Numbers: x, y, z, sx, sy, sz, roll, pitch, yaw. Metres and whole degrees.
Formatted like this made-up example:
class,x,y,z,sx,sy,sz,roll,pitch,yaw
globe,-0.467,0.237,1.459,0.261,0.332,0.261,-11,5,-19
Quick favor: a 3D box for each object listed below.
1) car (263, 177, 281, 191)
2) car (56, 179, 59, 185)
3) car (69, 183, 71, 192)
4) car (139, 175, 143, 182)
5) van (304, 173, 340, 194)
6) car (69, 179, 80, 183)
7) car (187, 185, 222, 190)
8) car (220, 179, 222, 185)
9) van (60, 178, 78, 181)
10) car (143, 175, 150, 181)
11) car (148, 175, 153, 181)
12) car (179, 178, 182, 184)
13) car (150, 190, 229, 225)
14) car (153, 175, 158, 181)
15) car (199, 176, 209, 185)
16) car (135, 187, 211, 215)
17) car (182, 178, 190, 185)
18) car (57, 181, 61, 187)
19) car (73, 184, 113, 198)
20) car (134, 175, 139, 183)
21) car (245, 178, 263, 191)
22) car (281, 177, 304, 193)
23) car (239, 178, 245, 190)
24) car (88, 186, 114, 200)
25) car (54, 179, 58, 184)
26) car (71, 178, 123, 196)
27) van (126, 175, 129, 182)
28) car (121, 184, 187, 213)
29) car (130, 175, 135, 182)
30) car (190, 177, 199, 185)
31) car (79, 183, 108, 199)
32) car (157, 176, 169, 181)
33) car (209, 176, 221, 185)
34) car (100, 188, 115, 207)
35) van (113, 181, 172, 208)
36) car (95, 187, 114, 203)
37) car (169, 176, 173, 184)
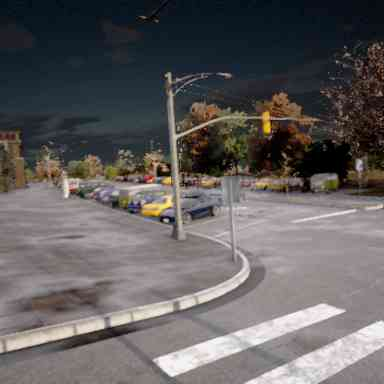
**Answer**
class,x,y,z,sx,sy,sz,roll,pitch,yaw
car,10.974,-0.947,39.740,1.946,1.575,5.366,1,5,41
car,-28.364,-1.709,78.026,5.008,1.535,2.097,-8,6,-44
car,-16.921,-0.479,53.442,2.097,1.535,5.008,1,7,44
car,-9.014,-3.115,79.309,5.566,2.045,2.435,-6,5,-44
van,13.675,-0.912,34.340,1.878,1.987,4.442,1,5,41
car,-19.536,-0.872,58.882,2.185,1.767,4.553,1,7,44
car,1.309,0.430,29.072,2.033,1.411,5.357,-5,5,-29
car,6.606,-1.251,47.398,2.002,1.452,4.674,1,5,42
van,-24.565,-1.528,69.877,4.442,1.987,1.878,-8,6,-44
car,-7.914,-2.713,76.473,5.366,1.575,1.946,-6,6,-44
car,-6.548,-2.587,73.910,4.892,1.521,2.231,-6,5,-44
car,-0.172,-1.890,60.529,2.163,1.488,4.792,2,6,44
car,-0.029,1.043,21.458,2.163,1.488,4.792,0,6,40
car,-5.318,-2.575,71.195,4.553,1.767,2.185,-6,5,-45
car,3.980,-1.557,52.773,1.946,1.575,5.366,1,5,43
car,-1.242,0.857,24.262,1.946,1.575,5.366,0,6,40
car,1.160,-1.793,57.904,2.097,1.535,5.008,1,5,44
car,-23.504,-1.136,66.941,5.366,1.575,1.946,-9,7,-44
car,-14.247,-0.217,48.035,2.097,1.535,5.008,0,6,43
car,-11.461,-3.112,84.742,4.792,1.488,2.163,-6,5,-44
car,9.305,-1.037,42.050,1.946,1.575,5.366,1,6,42
car,12.269,-0.935,36.986,2.185,1.767,4.553,1,5,41
car,8.007,-1.129,44.793,2.002,1.452,4.674,1,5,42
car,-8.674,0.325,37.325,2.002,1.452,4.674,0,6,42
car,-29.633,-2.095,80.719,5.566,2.045,2.435,-9,7,-44
car,-12.874,-0.343,45.349,2.435,2.045,5.566,0,6,43
van,-15.258,-3.770,92.741,4.442,1.987,1.878,-6,6,-44
car,-2.885,0.642,26.710,2.185,1.767,4.553,0,6,40
car,-12.841,-3.265,87.293,5.366,1.575,1.946,-6,6,-44
car,2.523,-1.793,55.278,2.185,1.767,4.553,2,6,43
car,-11.482,0.076,42.664,2.002,1.452,4.674,1,7,42
car,-4.035,-2.317,68.542,2.097,1.535,5.008,1,5,45
car,5.196,-1.537,49.982,2.185,1.767,4.553,1,5,43
car,-5.802,0.529,32.012,2.231,1.521,4.892,0,6,41
van,-4.275,0.409,29.445,1.878,1.987,4.442,0,6,41
car,-7.235,0.446,34.667,2.002,1.452,4.674,1,6,41
car,-1.439,-2.026,63.239,2.163,1.488,4.792,1,5,44
